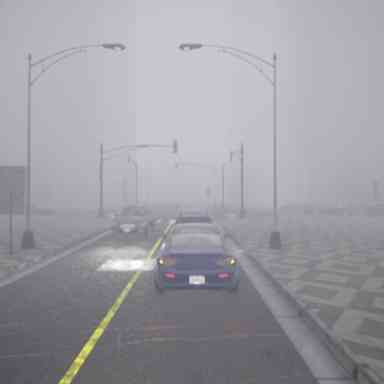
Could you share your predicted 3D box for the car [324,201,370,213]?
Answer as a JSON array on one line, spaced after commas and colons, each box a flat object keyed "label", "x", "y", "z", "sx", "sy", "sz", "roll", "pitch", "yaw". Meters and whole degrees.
[{"label": "car", "x": 17.988, "y": 1.741, "z": 38.815, "sx": 4.403, "sy": 1.369, "sz": 2.008, "roll": 0, "pitch": -1, "yaw": 0}]

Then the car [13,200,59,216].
[{"label": "car", "x": -14.600, "y": 1.474, "z": 30.172, "sx": 4.829, "sy": 1.417, "sz": 1.752, "roll": 0, "pitch": -1, "yaw": 0}]

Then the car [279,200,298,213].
[{"label": "car", "x": 12.318, "y": 1.610, "z": 38.796, "sx": 4.097, "sy": 1.590, "sz": 1.967, "roll": 0, "pitch": -1, "yaw": 0}]

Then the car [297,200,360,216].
[{"label": "car", "x": 12.320, "y": 1.581, "z": 30.270, "sx": 4.403, "sy": 1.369, "sz": 2.008, "roll": 0, "pitch": -1, "yaw": 0}]

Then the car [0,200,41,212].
[{"label": "car", "x": -20.173, "y": 1.627, "z": 38.674, "sx": 4.403, "sy": 1.369, "sz": 2.008, "roll": 0, "pitch": -1, "yaw": 0}]

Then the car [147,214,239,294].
[{"label": "car", "x": 0.099, "y": 1.539, "z": 8.722, "sx": 1.812, "sy": 1.442, "sz": 4.674, "roll": 0, "pitch": 0, "yaw": 0}]

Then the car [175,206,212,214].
[{"label": "car", "x": 0.093, "y": 1.505, "z": 18.142, "sx": 1.882, "sy": 1.535, "sz": 5.008, "roll": 0, "pitch": 0, "yaw": 0}]

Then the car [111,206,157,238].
[{"label": "car", "x": -3.006, "y": 1.519, "z": 17.867, "sx": 2.128, "sy": 1.511, "sz": 4.902, "roll": 0, "pitch": 0, "yaw": 0}]

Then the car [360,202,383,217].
[{"label": "car", "x": 17.990, "y": 1.616, "z": 30.291, "sx": 4.313, "sy": 1.339, "sz": 1.947, "roll": 0, "pitch": -1, "yaw": 0}]
